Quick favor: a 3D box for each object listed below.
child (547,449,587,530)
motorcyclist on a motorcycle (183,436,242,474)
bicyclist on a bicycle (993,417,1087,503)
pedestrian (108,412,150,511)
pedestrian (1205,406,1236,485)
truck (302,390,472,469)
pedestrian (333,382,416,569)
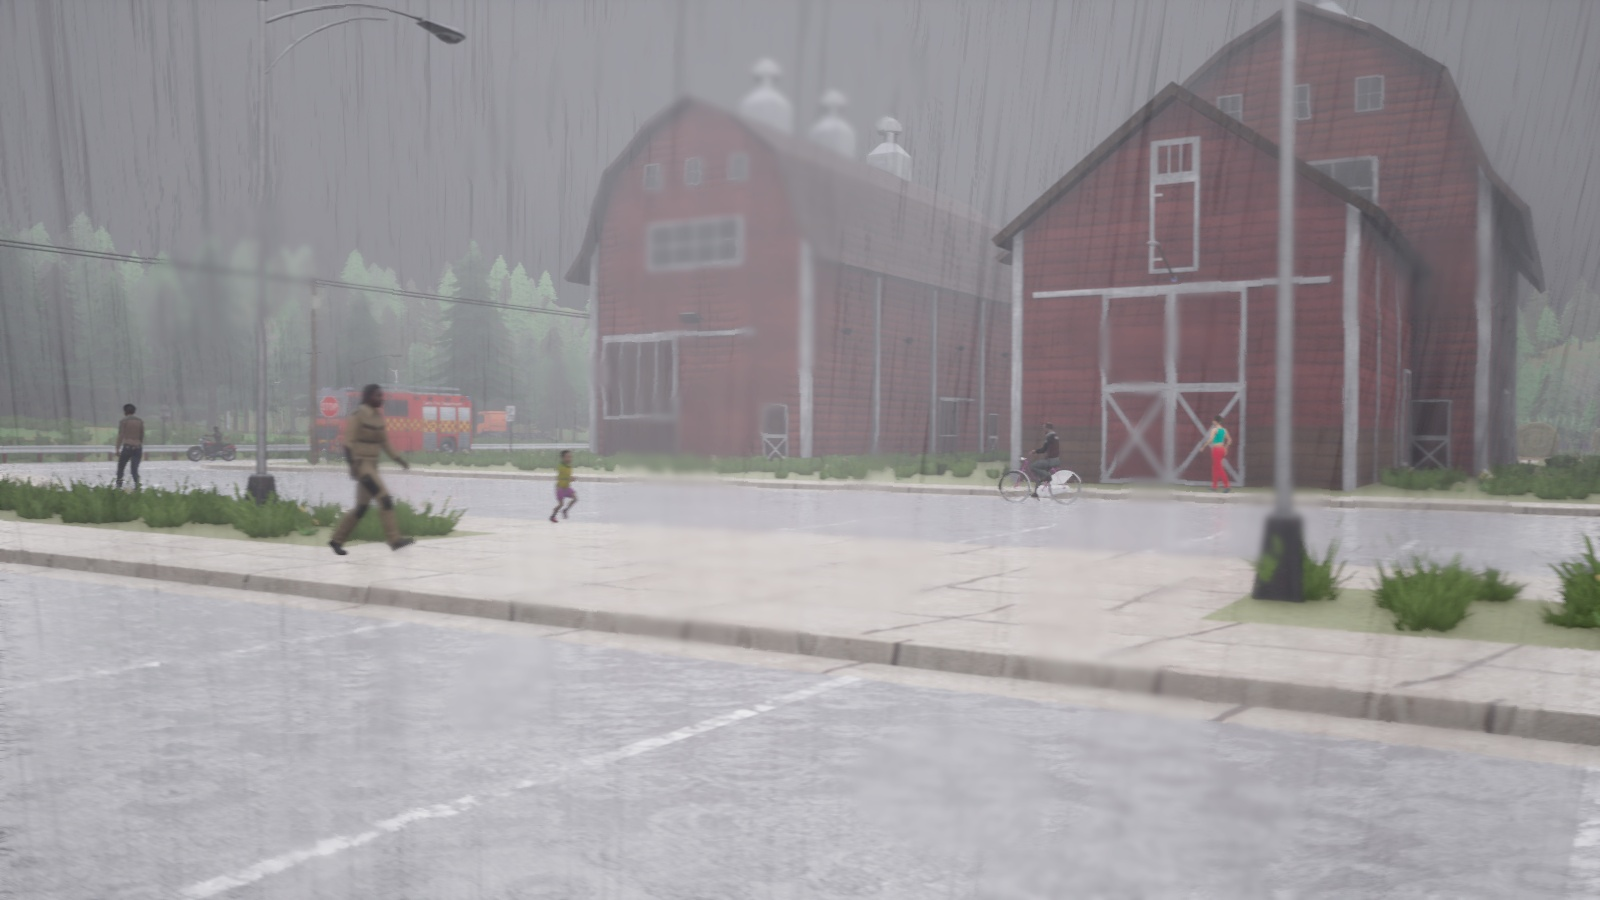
[{"bbox_3d":[-3.377,0.562,18.207,0.473,1.160,0.299,0,1,32],"label":"child"},{"bbox_3d":[-26.606,0.207,56.935,0.766,1.649,2.350,0,1,32],"label":"motorcyclist on a motorcycle"},{"bbox_3d":[5.105,0.197,26.729,1.843,1.776,0.659,0,1,31],"label":"bicyclist on a bicycle"},{"bbox_3d":[-12.540,0.207,23.451,0.869,1.805,0.328,0,1,37],"label":"pedestrian"},{"bbox_3d":[9.896,-0.105,29.559,0.345,1.836,0.594,-1,1,-34],"label":"pedestrian"},{"bbox_3d":[-21.297,-1.075,65.402,2.891,3.827,8.468,0,1,32],"label":"truck"},{"bbox_3d":[-4.461,0.262,13.170,0.692,1.930,0.396,0,1,12],"label":"pedestrian"}]
